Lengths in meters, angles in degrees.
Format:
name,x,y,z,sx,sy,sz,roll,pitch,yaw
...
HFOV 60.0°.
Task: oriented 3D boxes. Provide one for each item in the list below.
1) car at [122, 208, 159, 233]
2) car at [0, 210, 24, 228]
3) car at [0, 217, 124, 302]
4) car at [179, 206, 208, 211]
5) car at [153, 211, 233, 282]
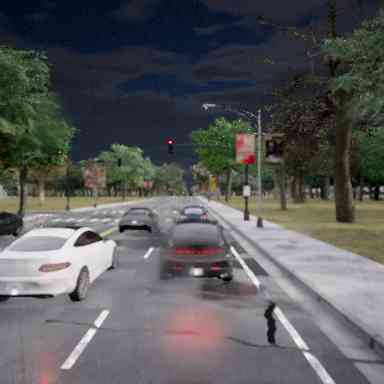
name,x,y,z,sx,sy,sz,roll,pitch,yaw
car,-3.151,1.633,20.234,1.994,1.385,4.181,0,0,0
car,-9.750,1.621,15.807,1.812,1.442,4.674,0,0,0
car,-3.150,1.554,8.222,1.812,1.442,4.674,0,-1,0
car,0.099,1.598,21.315,1.812,1.442,4.674,0,0,0
car,0.099,1.539,9.880,1.837,1.490,4.892,0,0,0
